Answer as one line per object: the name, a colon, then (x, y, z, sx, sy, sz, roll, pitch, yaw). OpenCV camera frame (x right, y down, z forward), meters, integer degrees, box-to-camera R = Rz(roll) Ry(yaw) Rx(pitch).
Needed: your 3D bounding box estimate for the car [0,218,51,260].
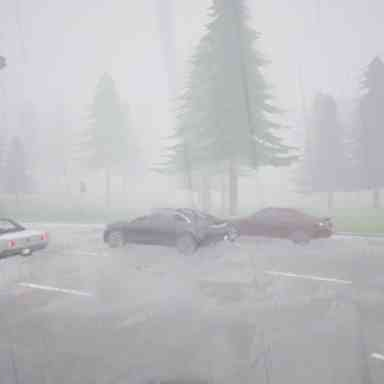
car: (-7.095, 1.509, 10.784, 4.718, 1.301, 1.895, 0, 1, 19)

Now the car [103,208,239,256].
car: (-1.050, 1.333, 12.254, 4.902, 1.511, 2.128, 0, 1, 26)

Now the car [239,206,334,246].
car: (3.421, 1.308, 14.006, 4.674, 1.442, 1.812, 0, 1, 28)
